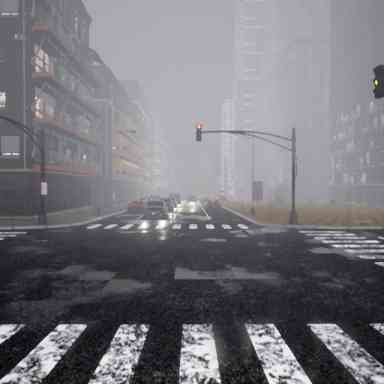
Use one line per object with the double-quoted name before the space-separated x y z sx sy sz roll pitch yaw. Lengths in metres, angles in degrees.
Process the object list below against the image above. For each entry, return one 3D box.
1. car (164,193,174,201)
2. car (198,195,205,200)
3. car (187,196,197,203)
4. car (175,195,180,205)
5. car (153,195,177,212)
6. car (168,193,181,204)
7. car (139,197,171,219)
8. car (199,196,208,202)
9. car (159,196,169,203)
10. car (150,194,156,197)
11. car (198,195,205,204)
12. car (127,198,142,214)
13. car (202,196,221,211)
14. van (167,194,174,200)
"car" -5.815 1.316 86.162 2.192 1.841 5.009 -1 0 0
"car" 2.527 1.528 92.049 1.752 1.417 4.829 -1 0 0
"car" 0.012 1.474 69.753 1.882 1.535 5.008 0 0 0
"car" -3.152 1.519 48.723 1.812 1.442 4.674 0 0 0
"car" -3.145 1.471 38.841 1.882 1.535 5.008 0 0 0
"car" -3.116 1.216 59.281 2.150 2.045 5.566 0 0 1
"car" -3.136 1.499 29.294 1.837 1.490 4.892 0 0 0
"car" 2.550 1.543 74.932 1.887 1.381 4.507 -1 0 0
"car" -5.790 1.579 69.215 1.802 1.307 4.206 -1 0 0
"car" -5.755 1.433 40.970 1.967 1.590 4.097 -1 0 0
"car" 2.565 1.546 63.634 2.008 1.369 4.403 -1 0 0
"car" -5.746 1.538 35.321 1.887 1.381 4.507 -1 0 0
"car" 2.593 1.538 41.038 1.887 1.381 4.507 -1 0 0
"van" -5.822 1.344 91.809 1.690 1.788 3.998 -1 0 0
